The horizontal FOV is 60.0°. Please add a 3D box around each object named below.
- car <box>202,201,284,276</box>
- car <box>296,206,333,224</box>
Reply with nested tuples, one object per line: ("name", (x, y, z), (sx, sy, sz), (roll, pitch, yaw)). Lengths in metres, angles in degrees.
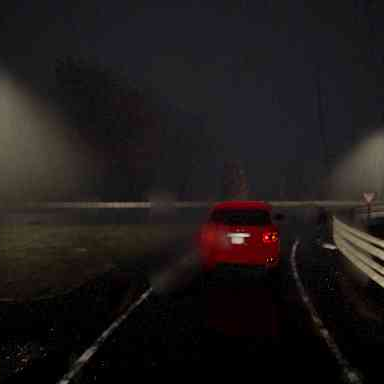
("car", (1.811, 1.317, 10.991), (2.150, 2.045, 5.566), (0, 0, 14))
("car", (9.993, 1.797, 26.972), (1.994, 1.385, 4.181), (0, -1, 37))
